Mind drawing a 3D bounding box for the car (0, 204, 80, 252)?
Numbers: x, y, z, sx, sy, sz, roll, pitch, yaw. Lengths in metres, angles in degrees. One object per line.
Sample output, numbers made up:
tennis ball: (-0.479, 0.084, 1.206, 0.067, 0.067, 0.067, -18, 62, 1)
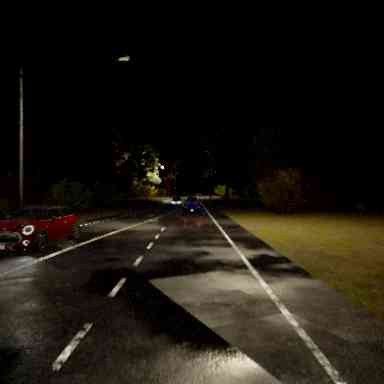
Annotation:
car: (-6.498, 1.347, 13.873, 2.097, 1.767, 4.553, 0, 0, 5)

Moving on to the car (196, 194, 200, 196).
car: (-0.002, 1.493, 54.678, 2.033, 1.411, 5.357, 0, 0, 0)

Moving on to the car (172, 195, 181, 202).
car: (-3.503, 1.424, 74.447, 2.128, 1.511, 4.902, 0, 0, 0)

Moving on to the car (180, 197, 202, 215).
car: (-0.001, 1.503, 33.047, 1.812, 1.442, 4.674, 0, 0, 0)
